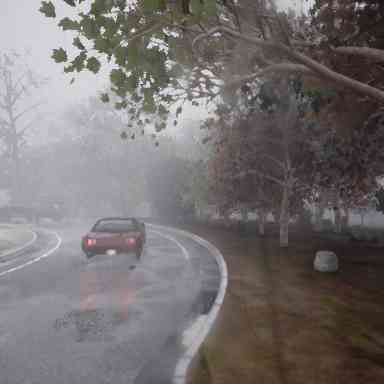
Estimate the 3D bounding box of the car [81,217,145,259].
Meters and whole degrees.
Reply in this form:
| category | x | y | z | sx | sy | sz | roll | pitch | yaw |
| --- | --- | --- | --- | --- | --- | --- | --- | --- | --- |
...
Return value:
| category | x | y | z | sx | sy | sz | roll | pitch | yaw |
| --- | --- | --- | --- | --- | --- | --- | --- | --- | --- |
| car | -2.791 | 1.599 | 12.701 | 1.895 | 1.301 | 4.718 | 0 | 0 | -6 |

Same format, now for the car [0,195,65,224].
| category | x | y | z | sx | sy | sz | roll | pitch | yaw |
| --- | --- | --- | --- | --- | --- | --- | --- | --- | --- |
| car | -11.982 | 1.217 | 24.861 | 5.566 | 2.045 | 2.150 | 0 | 0 | 29 |
